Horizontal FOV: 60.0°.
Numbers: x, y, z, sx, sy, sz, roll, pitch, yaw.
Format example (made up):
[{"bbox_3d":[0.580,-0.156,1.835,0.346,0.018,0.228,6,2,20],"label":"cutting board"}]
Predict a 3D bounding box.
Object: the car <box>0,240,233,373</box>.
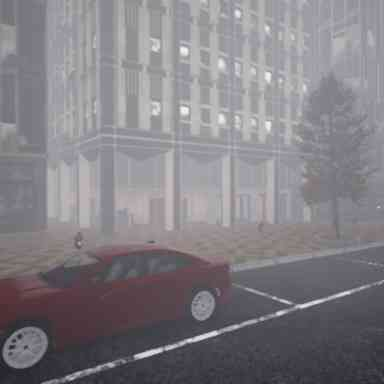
[{"bbox_3d":[-1.341,1.565,5.619,4.507,1.381,1.887,1,-1,-36],"label":"car"}]
